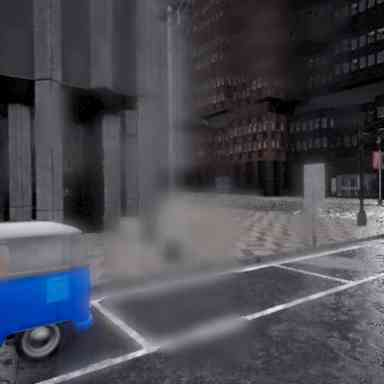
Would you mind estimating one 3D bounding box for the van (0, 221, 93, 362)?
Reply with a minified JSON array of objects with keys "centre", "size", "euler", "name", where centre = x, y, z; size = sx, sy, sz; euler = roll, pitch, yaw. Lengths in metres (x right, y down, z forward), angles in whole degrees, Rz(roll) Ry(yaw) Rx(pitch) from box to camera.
[{"centre":[-3.346,1.345,4.263],"size":[3.998,1.788,1.690],"euler":[-1,0,-35],"name":"van"}]
